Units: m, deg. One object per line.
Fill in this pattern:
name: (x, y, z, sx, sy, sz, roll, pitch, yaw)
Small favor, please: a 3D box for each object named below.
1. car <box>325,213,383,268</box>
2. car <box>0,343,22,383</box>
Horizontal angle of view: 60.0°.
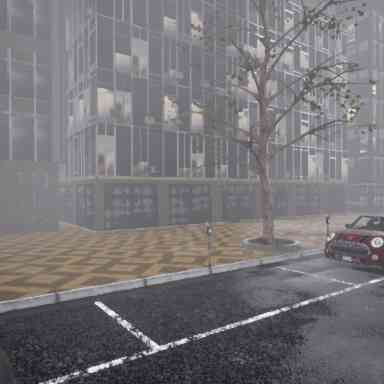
car: (6.198, 1.439, 10.990, 4.097, 1.590, 1.967, 0, 0, -36)
car: (-3.371, 1.547, 0.972, 5.357, 1.411, 2.033, 0, 0, -36)
